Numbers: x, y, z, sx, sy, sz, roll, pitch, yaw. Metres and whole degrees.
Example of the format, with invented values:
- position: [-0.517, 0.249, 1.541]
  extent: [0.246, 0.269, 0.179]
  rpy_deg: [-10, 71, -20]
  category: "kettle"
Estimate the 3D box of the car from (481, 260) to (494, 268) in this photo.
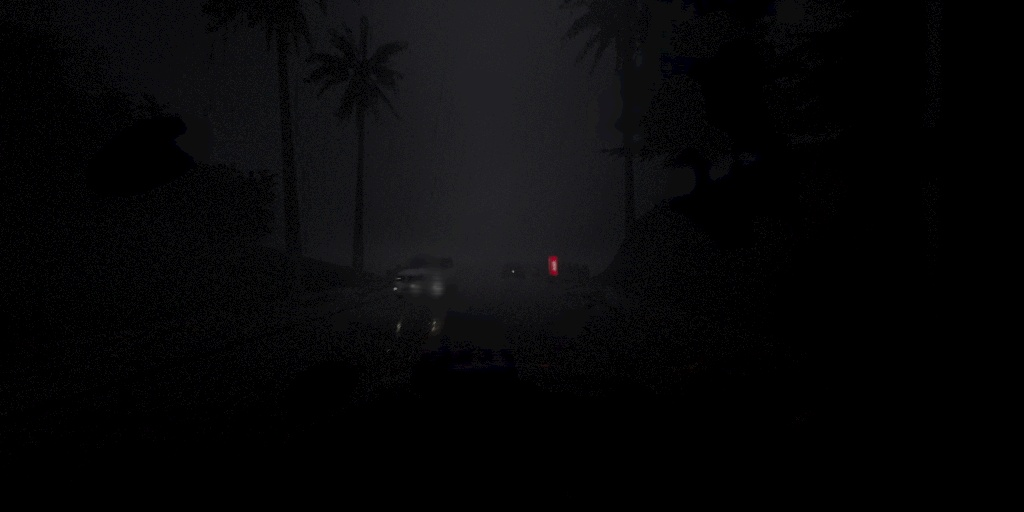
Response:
- position: [-4.024, 1.307, 60.067]
  extent: [2.033, 1.411, 5.357]
  rpy_deg: [0, 0, 1]
  category: "car"

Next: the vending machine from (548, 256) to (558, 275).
- position: [4.301, 0.951, 37.255]
  extent: [1.100, 2.100, 0.880]
  rpy_deg: [0, 0, 0]
  category: "vending machine"

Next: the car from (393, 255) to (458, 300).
- position: [-4.092, 0.975, 17.960]
  extent: [2.150, 2.045, 5.566]
  rpy_deg: [0, 0, 0]
  category: "car"

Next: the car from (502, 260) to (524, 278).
- position: [0.101, 1.319, 33.235]
  extent: [1.994, 1.385, 4.181]
  rpy_deg: [0, 0, 0]
  category: "car"
